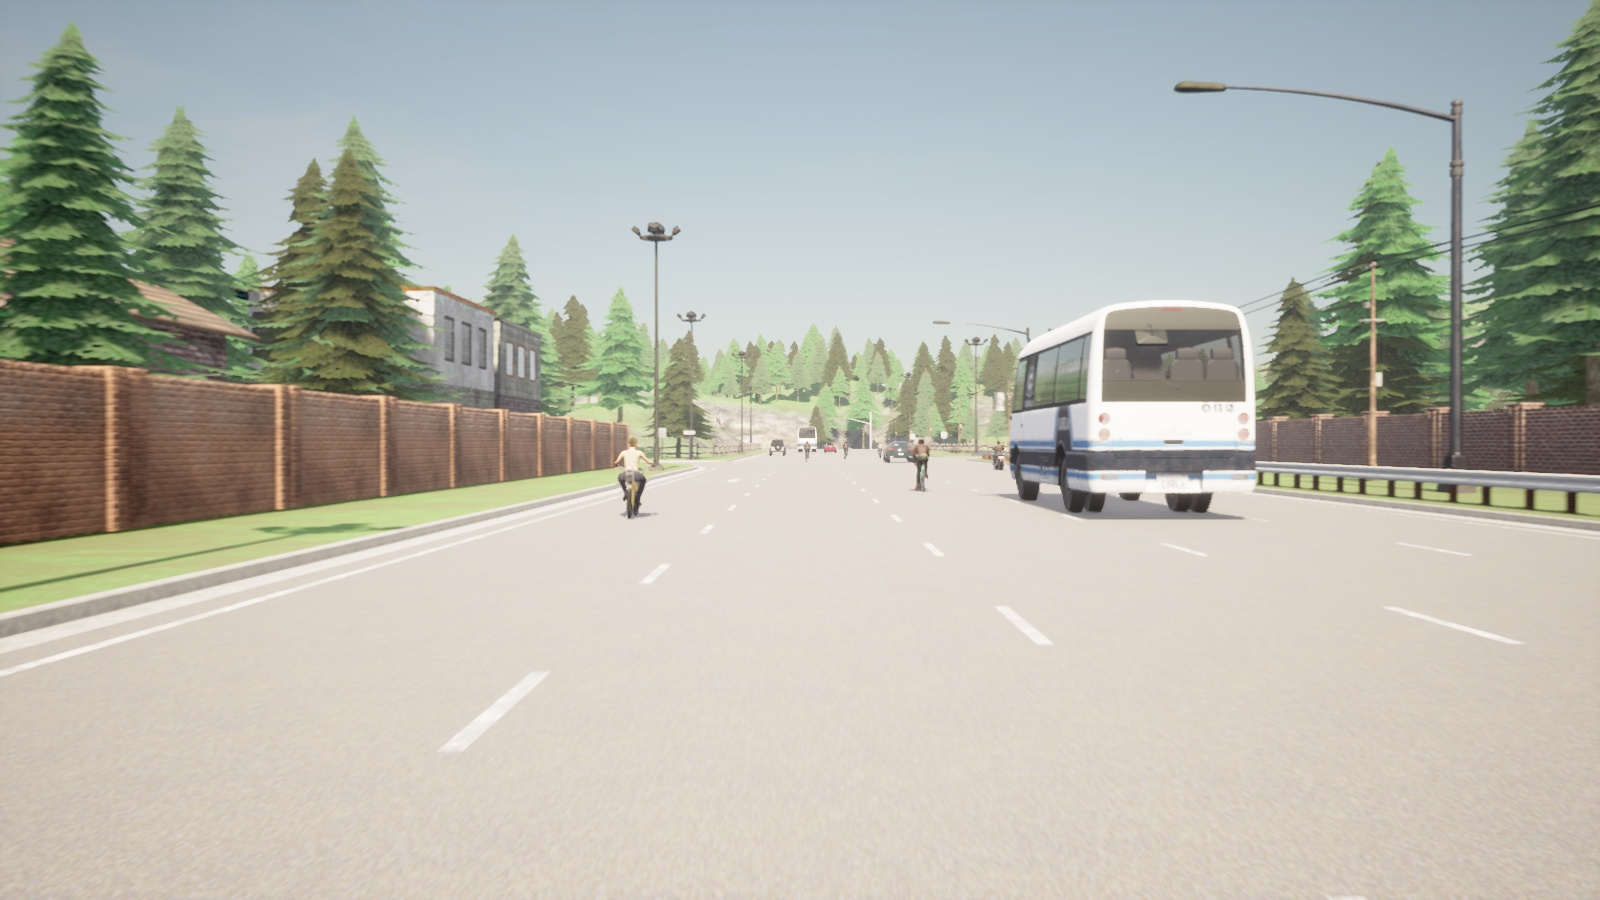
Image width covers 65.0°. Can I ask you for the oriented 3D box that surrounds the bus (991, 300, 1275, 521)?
[{"bbox_3d":[7.183,-0.787,29.277,3.944,4.253,10.273,0,0,0],"label":"bus"}]

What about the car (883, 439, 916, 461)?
[{"bbox_3d":[7.562,-0.005,96.213,2.152,1.651,5.027,0,0,0],"label":"car"}]

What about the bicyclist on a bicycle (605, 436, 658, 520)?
[{"bbox_3d":[-3.338,0.541,24.981,0.866,1.612,1.509,0,0,0],"label":"bicyclist on a bicycle"}]
